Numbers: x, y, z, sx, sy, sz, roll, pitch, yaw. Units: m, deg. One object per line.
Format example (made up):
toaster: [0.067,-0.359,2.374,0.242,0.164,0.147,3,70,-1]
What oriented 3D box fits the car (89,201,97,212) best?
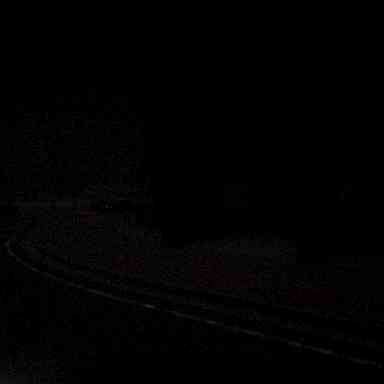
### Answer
car: [-10.461,1.636,41.269,1.882,1.535,5.008,0,0,31]

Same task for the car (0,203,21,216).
car: [-18.868,1.778,31.728,2.033,1.411,5.357,0,0,12]

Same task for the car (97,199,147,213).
car: [-8.074,1.689,39.029,2.033,1.411,5.357,0,0,33]
